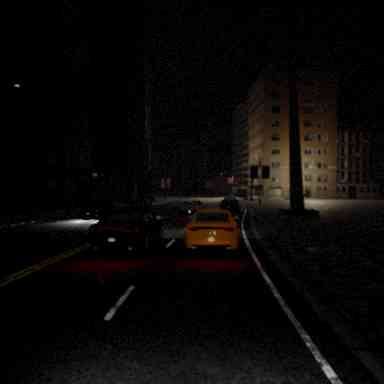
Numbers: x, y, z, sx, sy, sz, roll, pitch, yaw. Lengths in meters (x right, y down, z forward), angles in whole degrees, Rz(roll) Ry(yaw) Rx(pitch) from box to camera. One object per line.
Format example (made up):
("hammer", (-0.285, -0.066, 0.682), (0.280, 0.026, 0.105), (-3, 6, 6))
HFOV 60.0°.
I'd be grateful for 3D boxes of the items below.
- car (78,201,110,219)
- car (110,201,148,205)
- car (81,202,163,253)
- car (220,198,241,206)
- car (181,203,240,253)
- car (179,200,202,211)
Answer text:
("car", (-7.473, 1.410, 26.815), (1.994, 1.385, 4.181), (0, 0, 9))
("car", (-4.264, 1.403, 26.402), (2.033, 1.411, 5.357), (0, 0, 9))
("car", (-2.413, 1.405, 13.358), (1.882, 1.535, 5.008), (0, 0, 5))
("car", (3.971, 1.310, 34.517), (1.882, 1.535, 5.008), (0, 0, 10))
("car", (0.860, 1.410, 13.479), (1.882, 1.535, 5.008), (0, 0, 5))
("car", (0.180, 1.439, 31.696), (1.895, 1.301, 4.718), (0, 0, 10))
